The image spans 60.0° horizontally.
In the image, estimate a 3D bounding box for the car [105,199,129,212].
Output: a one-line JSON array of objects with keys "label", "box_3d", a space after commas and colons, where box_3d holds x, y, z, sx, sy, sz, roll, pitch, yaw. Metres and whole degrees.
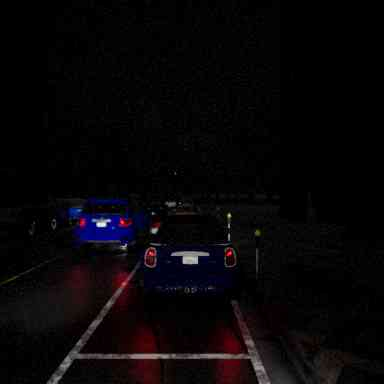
[{"label": "car", "box_3d": [-8.909, 1.534, 39.716, 1.752, 1.417, 4.829, 0, 0, 0]}]

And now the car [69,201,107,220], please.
[{"label": "car", "box_3d": [-8.909, 1.529, 28.841, 1.752, 1.417, 4.829, 0, 0, 0]}]

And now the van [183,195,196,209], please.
[{"label": "van", "box_3d": [-0.384, 1.352, 45.324, 1.690, 1.788, 3.998, 0, 0, 0]}]

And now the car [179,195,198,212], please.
[{"label": "car", "box_3d": [-0.384, 1.324, 39.886, 2.192, 1.841, 5.009, 0, 0, 0]}]

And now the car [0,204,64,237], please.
[{"label": "car", "box_3d": [-8.909, 1.567, 18.136, 1.947, 1.339, 4.313, 0, 0, 0]}]

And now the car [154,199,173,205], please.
[{"label": "car", "box_3d": [-3.060, 1.496, 28.627, 2.128, 1.511, 4.902, 0, 0, 0]}]

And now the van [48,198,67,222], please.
[{"label": "van", "box_3d": [-8.909, 1.344, 23.573, 1.690, 1.788, 3.998, 0, 0, 0]}]

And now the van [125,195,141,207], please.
[{"label": "van", "box_3d": [-8.910, 1.355, 50.762, 1.690, 1.788, 3.998, 0, 0, 0]}]

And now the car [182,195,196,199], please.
[{"label": "car", "box_3d": [-0.384, 1.446, 34.448, 1.967, 1.590, 4.097, 0, 0, 0]}]

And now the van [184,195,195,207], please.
[{"label": "van", "box_3d": [-0.384, 1.355, 50.761, 1.690, 1.788, 3.998, 0, 0, 0]}]

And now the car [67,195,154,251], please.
[{"label": "car", "box_3d": [-3.144, 1.223, 14.212, 2.150, 2.045, 5.566, 0, 0, 0]}]

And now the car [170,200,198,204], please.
[{"label": "car", "box_3d": [-0.384, 1.528, 23.743, 1.752, 1.417, 4.829, 0, 0, 0]}]

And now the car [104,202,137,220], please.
[{"label": "car", "box_3d": [-6.243, 1.605, 29.402, 1.895, 1.301, 4.718, 0, 0, 0]}]

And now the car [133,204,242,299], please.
[{"label": "car", "box_3d": [-0.032, 1.353, 8.620, 2.097, 1.767, 4.553, 0, 0, 0]}]

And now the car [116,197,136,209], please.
[{"label": "car", "box_3d": [-8.910, 1.451, 45.324, 1.967, 1.590, 4.097, 0, 0, 0]}]

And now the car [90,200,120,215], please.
[{"label": "car", "box_3d": [-8.909, 1.572, 34.448, 1.947, 1.339, 4.313, 0, 0, 0]}]
